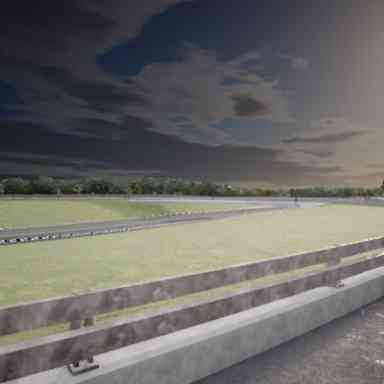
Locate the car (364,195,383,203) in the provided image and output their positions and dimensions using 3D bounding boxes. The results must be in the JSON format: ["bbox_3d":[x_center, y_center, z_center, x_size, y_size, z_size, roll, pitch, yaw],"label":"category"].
[{"bbox_3d":[43.153,1.946,80.179,1.882,1.535,5.008,0,-1,1],"label":"car"}]
